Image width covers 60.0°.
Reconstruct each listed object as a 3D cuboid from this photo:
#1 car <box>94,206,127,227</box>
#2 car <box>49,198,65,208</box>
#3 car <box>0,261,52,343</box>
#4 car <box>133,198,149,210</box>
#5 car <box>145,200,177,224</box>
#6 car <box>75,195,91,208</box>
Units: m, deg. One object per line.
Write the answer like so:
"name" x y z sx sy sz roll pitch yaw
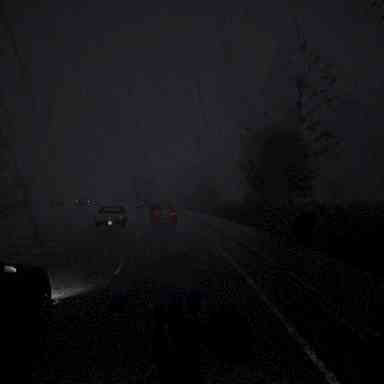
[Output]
"car" -5.400 1.602 22.673 1.895 1.301 4.718 0 0 -9
"car" -19.052 1.522 46.945 1.812 1.442 4.674 0 0 -19
"car" -3.621 1.569 4.678 1.994 1.385 4.181 0 0 -2
"car" -6.306 1.491 42.185 2.128 1.511 4.902 0 0 -16
"car" -2.246 1.547 25.074 2.033 1.411 5.357 0 0 -10
"car" -16.099 1.350 49.027 2.097 1.767 4.553 0 0 -20
